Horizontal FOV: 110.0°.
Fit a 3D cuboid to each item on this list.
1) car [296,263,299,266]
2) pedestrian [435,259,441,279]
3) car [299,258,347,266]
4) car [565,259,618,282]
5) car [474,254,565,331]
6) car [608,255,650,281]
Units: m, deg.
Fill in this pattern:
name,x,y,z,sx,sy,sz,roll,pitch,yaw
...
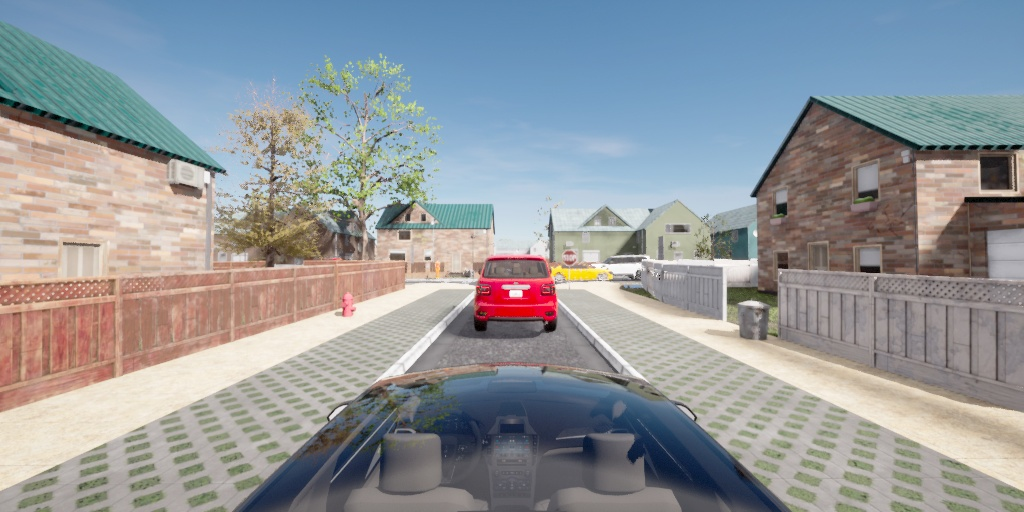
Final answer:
name,x,y,z,sx,sy,sz,roll,pitch,yaw
car,-19.054,1.451,26.602,4.902,1.511,2.128,-1,-1,1
pedestrian,-6.728,1.120,32.318,0.375,1.860,0.375,0,-1,1
car,-16.228,1.225,29.524,5.566,2.045,2.150,-1,-1,1
car,4.786,1.203,26.299,5.008,1.535,1.882,-1,-1,1
car,0.094,0.976,11.089,2.150,2.045,5.566,0,0,0
car,8.633,0.982,29.210,5.566,2.045,2.150,-1,-1,1
